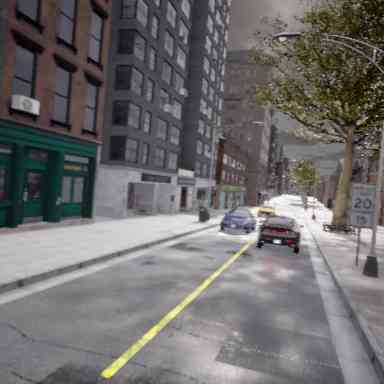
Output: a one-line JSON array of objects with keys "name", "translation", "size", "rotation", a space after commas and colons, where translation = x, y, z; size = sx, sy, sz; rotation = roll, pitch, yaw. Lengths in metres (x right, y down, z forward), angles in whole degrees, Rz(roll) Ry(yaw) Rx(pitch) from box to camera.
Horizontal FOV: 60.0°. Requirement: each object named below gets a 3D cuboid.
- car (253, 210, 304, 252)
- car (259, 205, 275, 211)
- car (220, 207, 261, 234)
[{"name": "car", "translation": [4.352, 1.920, 16.386], "size": [1.837, 1.490, 4.892], "rotation": [5, 0, 17]}, {"name": "car", "translation": [9.552, 2.395, 42.373], "size": [1.882, 1.535, 5.008], "rotation": [5, 0, 17]}, {"name": "car", "translation": [3.190, 1.843, 22.217], "size": [1.812, 1.442, 4.674], "rotation": [5, 0, 17]}]
